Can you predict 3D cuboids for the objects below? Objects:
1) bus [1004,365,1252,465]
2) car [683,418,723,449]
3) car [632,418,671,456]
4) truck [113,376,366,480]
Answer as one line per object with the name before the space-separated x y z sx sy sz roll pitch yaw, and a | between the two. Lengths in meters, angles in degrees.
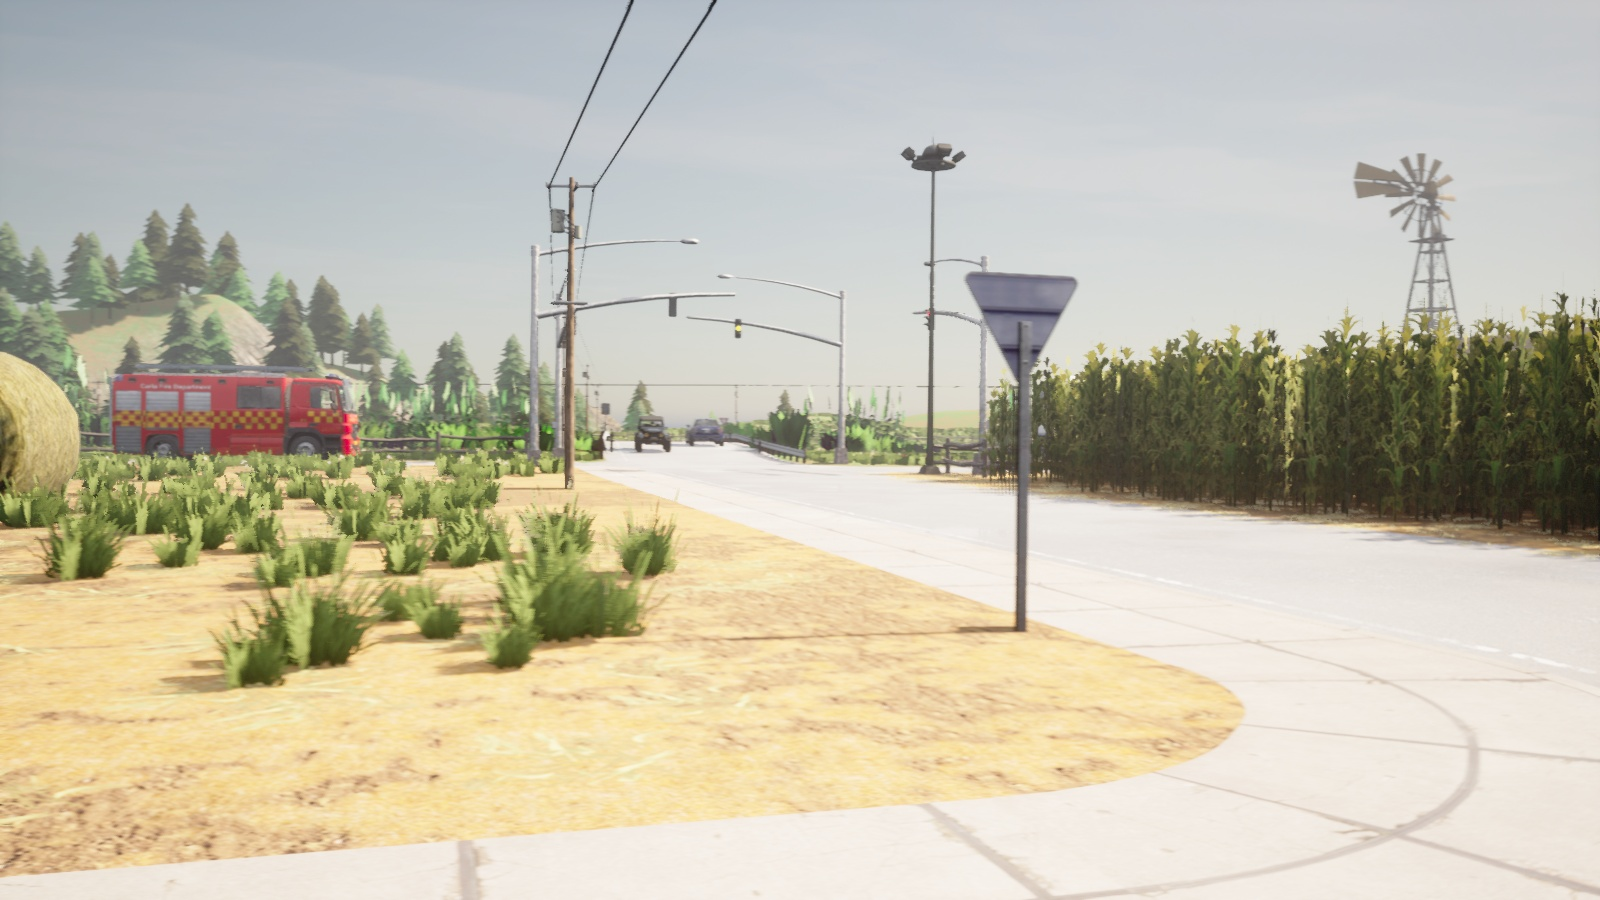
bus | 14.827 -1.593 56.969 10.273 4.253 3.944 -1 1 -16
car | -5.986 -1.061 77.066 2.097 1.767 4.553 -1 2 -9
car | -8.281 -0.729 69.657 1.905 1.878 3.866 -1 4 -10
truck | -21.362 -0.882 48.394 8.468 3.827 2.891 -1 1 -13
